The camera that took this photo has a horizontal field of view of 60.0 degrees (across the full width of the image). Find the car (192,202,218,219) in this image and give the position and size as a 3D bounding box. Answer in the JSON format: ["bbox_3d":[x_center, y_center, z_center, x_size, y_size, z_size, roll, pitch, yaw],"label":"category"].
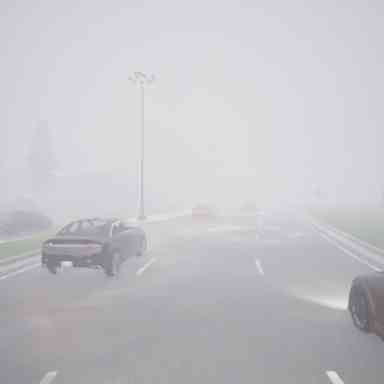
[{"bbox_3d":[1.303,1.702,31.734,1.882,1.535,5.008,0,0,12],"label":"car"}]

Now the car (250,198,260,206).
[{"bbox_3d":[12.753,1.995,67.204,1.812,1.442,4.674,0,0,13],"label":"car"}]

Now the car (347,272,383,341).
[{"bbox_3d":[3.678,1.593,4.197,1.994,1.385,4.181,0,0,2],"label":"car"}]

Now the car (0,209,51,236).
[{"bbox_3d":[-10.102,1.707,19.292,1.994,1.385,4.181,0,0,15],"label":"car"}]

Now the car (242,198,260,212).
[{"bbox_3d":[7.731,1.837,44.420,1.812,1.442,4.674,0,0,13],"label":"car"}]

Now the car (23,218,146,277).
[{"bbox_3d":[-2.813,1.569,10.583,2.128,1.511,4.902,0,0,6],"label":"car"}]
